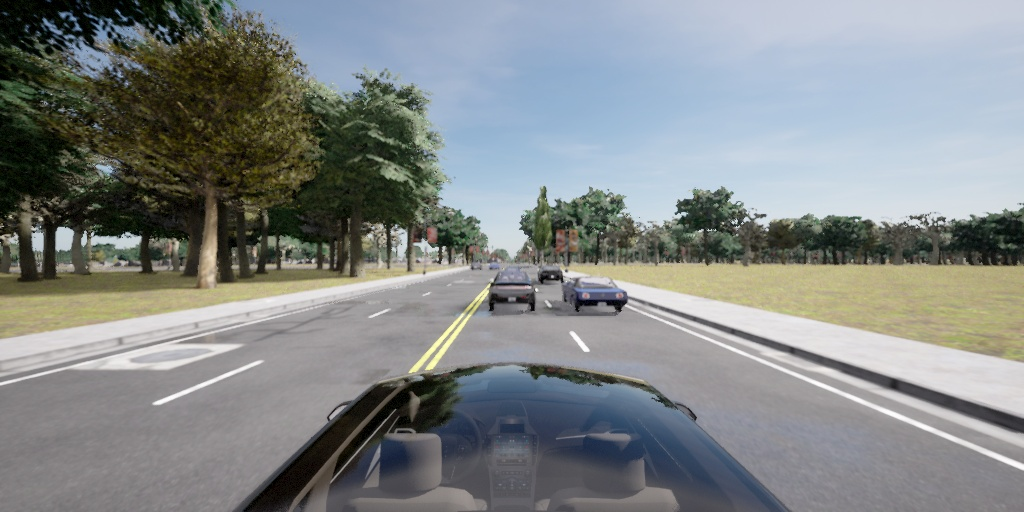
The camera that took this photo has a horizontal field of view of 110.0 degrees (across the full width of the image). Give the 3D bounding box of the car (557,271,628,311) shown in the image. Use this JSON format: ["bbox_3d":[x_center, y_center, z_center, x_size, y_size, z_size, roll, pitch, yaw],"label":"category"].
[{"bbox_3d":[3.264,1.481,15.114,1.895,1.301,4.718,0,-1,0],"label":"car"}]

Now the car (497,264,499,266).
[{"bbox_3d":[0.015,1.597,30.319,1.994,1.385,4.181,0,0,0],"label":"car"}]

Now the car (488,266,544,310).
[{"bbox_3d":[0.017,1.376,15.371,2.128,1.511,4.902,0,0,0],"label":"car"}]

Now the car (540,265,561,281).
[{"bbox_3d":[3.272,1.518,31.111,1.882,1.535,5.008,0,0,1],"label":"car"}]
